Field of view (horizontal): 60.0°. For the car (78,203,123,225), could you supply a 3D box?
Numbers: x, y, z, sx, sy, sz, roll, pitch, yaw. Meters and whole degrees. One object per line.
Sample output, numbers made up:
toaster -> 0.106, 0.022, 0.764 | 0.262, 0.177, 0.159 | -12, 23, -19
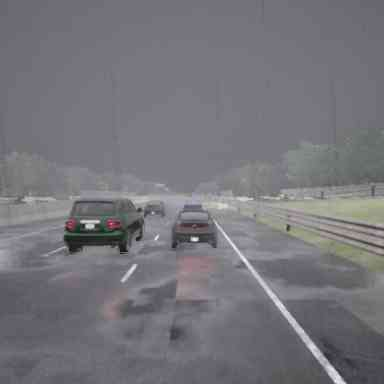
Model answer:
car -> -6.898, 1.598, 25.803 | 2.033, 1.411, 5.357 | 0, 0, 0

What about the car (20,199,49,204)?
car -> -21.076, 1.714, 45.617 | 1.895, 1.301, 4.718 | 0, 0, 0

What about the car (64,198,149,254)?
car -> -3.387, 1.245, 13.808 | 2.150, 2.045, 5.566 | 0, 0, 0

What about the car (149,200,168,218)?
car -> -3.397, 1.571, 31.415 | 1.837, 1.490, 4.892 | 0, 0, 0

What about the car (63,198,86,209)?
car -> -17.561, 1.694, 49.842 | 1.994, 1.385, 4.181 | 0, 0, 0

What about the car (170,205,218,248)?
car -> 0.102, 1.531, 14.957 | 1.837, 1.490, 4.892 | 0, 0, 0

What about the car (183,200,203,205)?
car -> 0.103, 1.549, 32.928 | 1.882, 1.535, 5.008 | 0, 0, 0

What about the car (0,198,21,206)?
car -> -24.575, 1.617, 45.339 | 1.837, 1.490, 4.892 | 0, 0, 0
